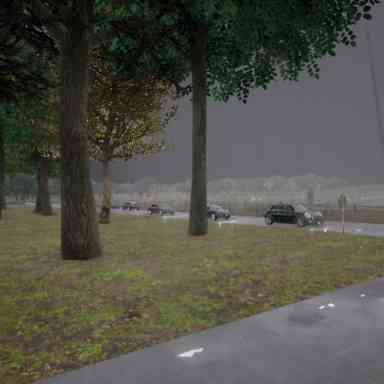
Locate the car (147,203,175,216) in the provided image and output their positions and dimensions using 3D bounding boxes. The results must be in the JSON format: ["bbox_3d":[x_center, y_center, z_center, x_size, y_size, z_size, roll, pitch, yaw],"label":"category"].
[{"bbox_3d":[-3.995,2.210,42.563,1.837,1.490,4.892,-1,0,-35],"label":"car"}]

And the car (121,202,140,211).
[{"bbox_3d":[-10.638,2.431,57.146,1.837,1.490,4.892,-1,0,-35],"label":"car"}]

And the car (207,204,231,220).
[{"bbox_3d":[1.953,2.025,34.069,1.837,1.490,4.892,-1,0,-35],"label":"car"}]

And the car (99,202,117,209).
[{"bbox_3d":[-16.586,2.650,65.620,2.033,1.411,5.357,-1,0,-35],"label":"car"}]

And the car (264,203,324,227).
[{"bbox_3d":[7.820,1.684,25.698,2.097,1.767,4.553,-1,0,-35],"label":"car"}]
